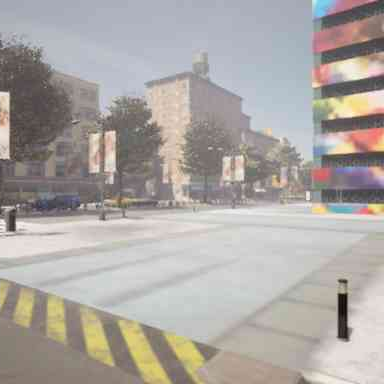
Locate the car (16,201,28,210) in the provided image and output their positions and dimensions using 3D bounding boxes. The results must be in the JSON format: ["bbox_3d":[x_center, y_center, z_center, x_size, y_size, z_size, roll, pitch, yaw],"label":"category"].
[{"bbox_3d":[-19.581,1.539,42.073,2.128,1.511,4.902,0,0,36],"label":"car"}]

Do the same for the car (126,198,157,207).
[{"bbox_3d":[-7.679,1.660,52.524,1.895,1.301,4.718,0,0,36],"label":"car"}]

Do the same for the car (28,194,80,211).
[{"bbox_3d":[-16.369,1.268,40.559,2.150,2.045,5.566,0,0,36],"label":"car"}]

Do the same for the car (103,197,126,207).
[{"bbox_3d":[-11.947,1.536,52.626,1.882,1.535,5.008,0,0,36],"label":"car"}]

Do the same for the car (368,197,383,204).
[{"bbox_3d":[24.786,1.461,44.837,2.161,1.482,4.786,0,0,36],"label":"car"}]
